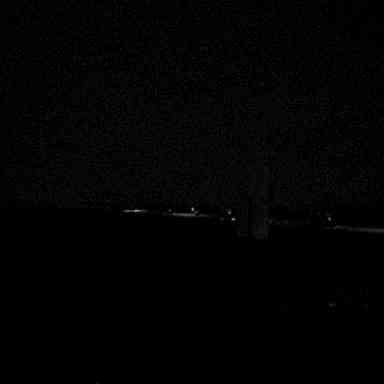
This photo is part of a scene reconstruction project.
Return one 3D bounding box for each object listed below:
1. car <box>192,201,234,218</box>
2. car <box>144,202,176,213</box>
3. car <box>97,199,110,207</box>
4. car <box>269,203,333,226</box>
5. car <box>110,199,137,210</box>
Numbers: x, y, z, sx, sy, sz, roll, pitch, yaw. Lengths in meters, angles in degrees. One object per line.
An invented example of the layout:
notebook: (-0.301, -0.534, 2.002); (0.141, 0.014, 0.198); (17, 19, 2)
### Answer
car: (1.954, 1.629, 31.929); (2.128, 1.511, 4.902); (1, -1, -36)
car: (-3.851, 1.828, 39.981); (1.895, 1.301, 4.718); (1, -1, -36)
car: (-16.263, 2.022, 62.199); (1.882, 1.535, 5.008); (1, -1, -36)
car: (7.676, 1.555, 24.078); (2.128, 1.511, 4.902); (1, -1, -37)
car: (-9.703, 1.829, 48.146); (1.837, 1.490, 4.892); (1, -1, -36)
